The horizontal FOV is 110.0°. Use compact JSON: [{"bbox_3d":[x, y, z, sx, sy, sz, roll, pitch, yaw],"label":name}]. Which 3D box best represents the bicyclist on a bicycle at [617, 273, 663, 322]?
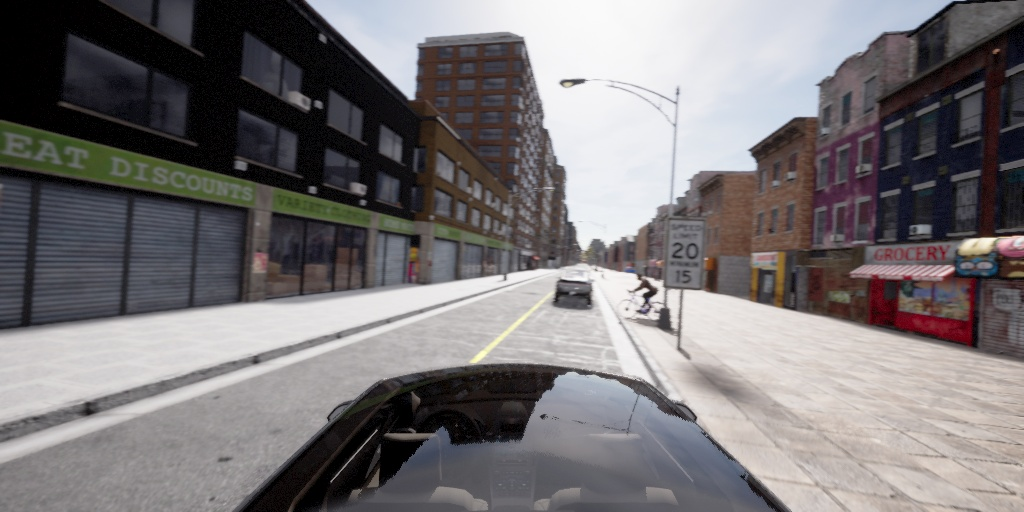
[{"bbox_3d":[4.457,1.405,12.242,1.656,1.620,0.582,4,0,12],"label":"bicyclist on a bicycle"}]

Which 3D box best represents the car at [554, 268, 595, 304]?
[{"bbox_3d":[3.297,1.574,18.900,2.128,1.511,4.902,3,0,12],"label":"car"}]
